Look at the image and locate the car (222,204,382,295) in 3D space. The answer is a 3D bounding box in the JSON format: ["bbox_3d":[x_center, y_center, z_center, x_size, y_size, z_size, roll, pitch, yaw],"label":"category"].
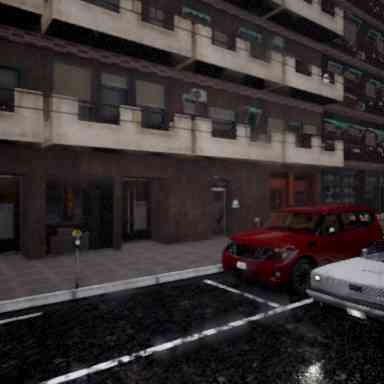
[{"bbox_3d":[3.146,1.290,8.805,5.009,1.841,2.192,0,0,-36],"label":"car"}]

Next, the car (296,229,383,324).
[{"bbox_3d":[4.356,1.578,6.471,4.718,1.301,1.895,0,0,-35],"label":"car"}]
